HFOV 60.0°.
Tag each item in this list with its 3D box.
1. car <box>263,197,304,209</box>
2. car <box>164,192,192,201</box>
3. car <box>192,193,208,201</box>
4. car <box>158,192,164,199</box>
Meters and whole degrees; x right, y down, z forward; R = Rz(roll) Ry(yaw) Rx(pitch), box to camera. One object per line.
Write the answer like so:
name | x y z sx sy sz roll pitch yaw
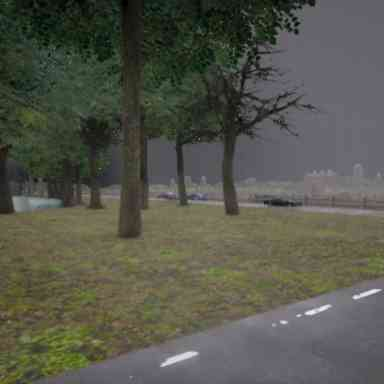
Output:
car | 10.858 1.260 39.610 1.895 1.301 4.718 -1 1 -36
car | -2.534 0.903 58.326 1.994 1.385 4.181 -1 1 -35
car | 0.680 0.869 58.706 2.033 1.411 5.357 -1 1 -35
car | -5.168 0.723 66.726 1.812 1.442 4.674 -1 1 -36
